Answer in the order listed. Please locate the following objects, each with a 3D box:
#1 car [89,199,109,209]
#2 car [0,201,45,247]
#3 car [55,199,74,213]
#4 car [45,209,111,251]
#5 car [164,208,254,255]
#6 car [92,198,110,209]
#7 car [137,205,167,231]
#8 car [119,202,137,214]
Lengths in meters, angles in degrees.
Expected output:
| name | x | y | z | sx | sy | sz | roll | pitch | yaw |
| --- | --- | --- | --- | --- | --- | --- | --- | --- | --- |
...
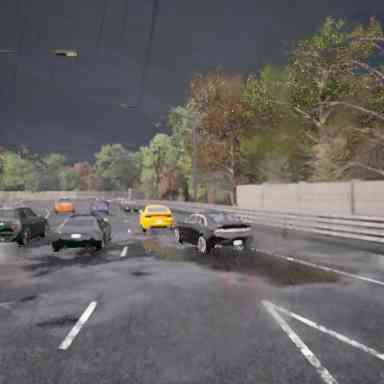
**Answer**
| name | x | y | z | sx | sy | sz | roll | pitch | yaw |
| --- | --- | --- | --- | --- | --- | --- | --- | --- | --- |
| car | -10.774 | 1.802 | 38.284 | 2.033 | 1.411 | 5.357 | 0 | 0 | -21 |
| car | -8.408 | 1.478 | 15.784 | 2.097 | 1.767 | 4.553 | 0 | 0 | -8 |
| car | -15.837 | 1.646 | 41.262 | 2.097 | 1.767 | 4.553 | 0 | 0 | -23 |
| car | -4.724 | 1.667 | 14.708 | 1.994 | 1.385 | 4.181 | 0 | 0 | -8 |
| car | 0.706 | 1.564 | 13.790 | 2.128 | 1.511 | 4.902 | 0 | 0 | -21 |
| car | -15.204 | 1.871 | 55.375 | 1.837 | 1.490 | 4.892 | 0 | 0 | -30 |
| car | -2.371 | 1.606 | 21.701 | 1.882 | 1.535 | 5.008 | 0 | 0 | -11 |
| car | -7.464 | 1.845 | 39.324 | 1.895 | 1.301 | 4.718 | 0 | 0 | -20 |
